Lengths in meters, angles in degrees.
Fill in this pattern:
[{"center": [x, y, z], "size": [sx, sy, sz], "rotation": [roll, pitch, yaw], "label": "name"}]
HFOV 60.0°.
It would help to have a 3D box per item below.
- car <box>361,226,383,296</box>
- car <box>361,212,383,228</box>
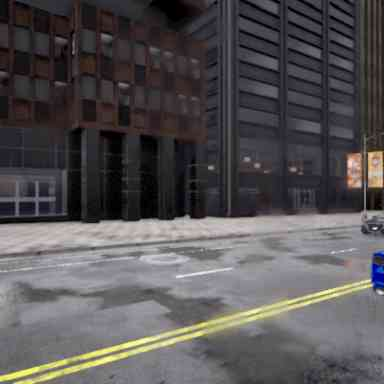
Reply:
[{"center": [6.075, 1.609, 7.593], "size": [5.008, 1.535, 1.882], "rotation": [1, -1, -35], "label": "car"}, {"center": [11.886, 1.877, 19.770], "size": [4.181, 1.385, 1.994], "rotation": [1, -1, -35], "label": "car"}]
